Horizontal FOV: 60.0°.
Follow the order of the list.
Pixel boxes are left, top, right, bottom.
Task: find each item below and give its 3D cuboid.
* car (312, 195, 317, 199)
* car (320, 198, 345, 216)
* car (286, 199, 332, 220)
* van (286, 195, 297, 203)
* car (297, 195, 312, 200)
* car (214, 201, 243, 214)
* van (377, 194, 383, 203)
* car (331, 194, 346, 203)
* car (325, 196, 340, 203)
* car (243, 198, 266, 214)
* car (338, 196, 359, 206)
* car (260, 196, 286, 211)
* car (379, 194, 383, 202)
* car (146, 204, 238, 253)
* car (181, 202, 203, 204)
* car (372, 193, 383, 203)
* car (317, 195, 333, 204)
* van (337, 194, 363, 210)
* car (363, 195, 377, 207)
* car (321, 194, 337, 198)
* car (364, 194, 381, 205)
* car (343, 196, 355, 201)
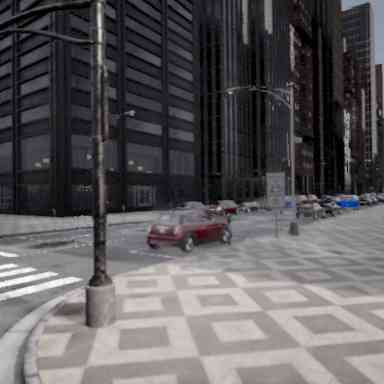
[{"bbox_3d":[19.357,1.393,55.529,2.192,1.841,5.009,-1,0,36],"label":"car"},{"bbox_3d":[13.145,1.559,32.361,1.947,1.339,4.313,-1,0,36],"label":"car"},{"bbox_3d":[9.861,1.557,27.814,2.008,1.369,4.403,-1,0,36],"label":"car"},{"bbox_3d":[12.789,1.442,46.434,1.690,1.788,3.998,-1,0,36],"label":"van"},{"bbox_3d":[16.073,1.404,50.982,2.192,1.841,5.009,-1,0,36],"label":"car"},{"bbox_3d":[2.939,1.580,32.791,1.967,1.590,4.097,-1,0,36],"label":"car"},{"bbox_3d":[39.413,1.244,68.742,1.690,1.788,3.998,-1,0,36],"label":"van"},{"bbox_3d":[32.493,1.352,73.720,2.192,1.841,5.009,-1,0,36],"label":"car"},{"bbox_3d":[29.212,1.597,69.171,2.008,1.369,4.403,-1,0,36],"label":"car"},{"bbox_3d":[6.224,1.677,37.338,2.008,1.369,4.403,-1,0,36],"label":"car"},{"bbox_3d":[25.273,1.474,53.701,2.128,1.511,4.902,-1,-1,36],"label":"car"},{"bbox_3d":[9.505,1.429,41.887,2.192,1.841,5.009,-1,0,36],"label":"car"},{"bbox_3d":[42.698,1.334,73.288,1.967,1.590,4.097,-1,-1,36],"label":"car"},{"bbox_3d":[0.009,1.490,14.173,1.967,1.590,4.097,-1,0,36],"label":"car"},{"bbox_3d":[-0.345,1.595,28.243,1.967,1.590,4.097,-1,0,36],"label":"car"},{"bbox_3d":[36.131,1.458,64.193,1.887,1.381,4.507,-1,0,36],"label":"car"},{"bbox_3d":[25.927,1.497,64.624,1.967,1.590,4.097,-1,0,36],"label":"car"},{"bbox_3d":[19.710,1.309,41.457,1.690,1.788,3.998,-1,0,36],"label":"van"},{"bbox_3d":[26.280,1.510,50.550,1.947,1.339,4.313,-1,0,36],"label":"car"},{"bbox_3d":[19.146,1.481,45.220,1.882,1.535,5.008,-1,-1,36],"label":"car"},{"bbox_3d":[29.564,1.499,55.098,1.947,1.339,4.313,-1,0,36],"label":"car"},{"bbox_3d":[39.065,1.585,82.814,1.947,1.339,4.313,-1,-1,36],"label":"car"}]
